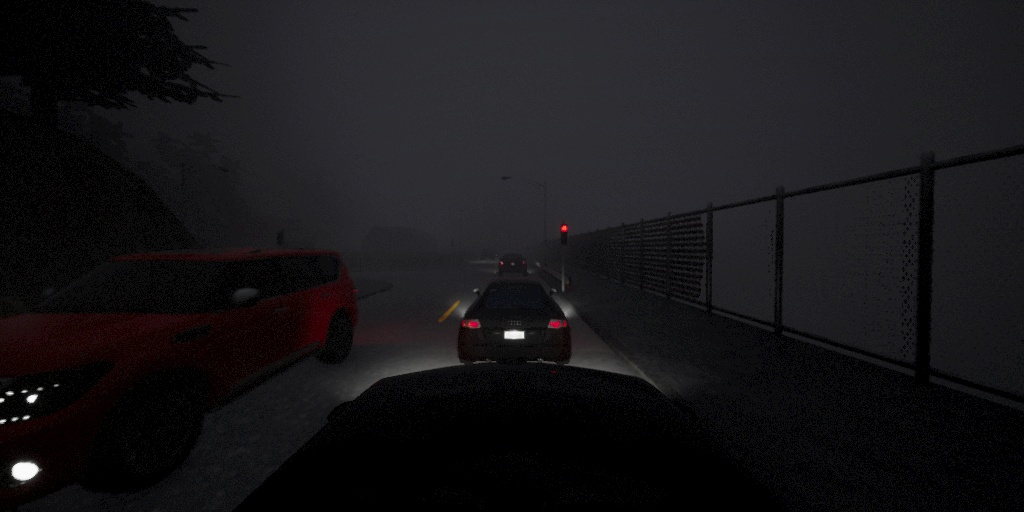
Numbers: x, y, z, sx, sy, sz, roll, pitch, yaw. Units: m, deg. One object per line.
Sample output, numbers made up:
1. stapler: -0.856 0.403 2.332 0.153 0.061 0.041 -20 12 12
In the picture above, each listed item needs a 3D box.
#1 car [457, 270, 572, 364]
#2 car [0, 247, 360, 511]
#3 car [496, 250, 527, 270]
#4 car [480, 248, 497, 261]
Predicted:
1. car: 0.059 1.183 7.730 1.994 1.385 4.181 0 1 1
2. car: -4.088 0.902 4.852 2.150 2.045 5.566 0 1 0
3. car: 0.068 0.536 27.790 2.097 1.767 4.553 0 1 0
4. car: -4.069 -0.302 60.414 2.150 2.045 5.566 0 1 1
